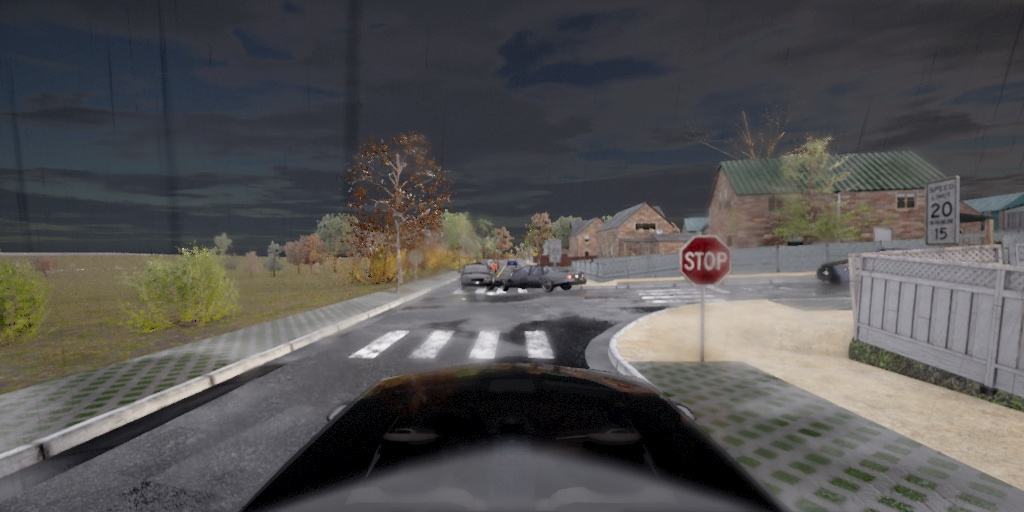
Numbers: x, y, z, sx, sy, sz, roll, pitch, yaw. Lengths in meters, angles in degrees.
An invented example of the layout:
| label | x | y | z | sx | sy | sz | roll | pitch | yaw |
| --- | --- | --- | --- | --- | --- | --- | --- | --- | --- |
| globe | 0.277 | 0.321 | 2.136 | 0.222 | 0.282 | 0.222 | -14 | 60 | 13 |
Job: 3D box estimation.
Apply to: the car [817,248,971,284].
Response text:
| label | x | y | z | sx | sy | sz | roll | pitch | yaw |
| --- | --- | --- | --- | --- | --- | --- | --- | --- | --- |
| car | 14.394 | 0.404 | 13.692 | 4.181 | 1.385 | 1.994 | -3 | 0 | 16 |

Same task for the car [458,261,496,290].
| label | x | y | z | sx | sy | sz | roll | pitch | yaw |
| --- | --- | --- | --- | --- | --- | --- | --- | --- | --- |
| car | -2.243 | 1.241 | 22.229 | 1.837 | 1.490 | 4.892 | 0 | 0 | -8 |

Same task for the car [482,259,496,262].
| label | x | y | z | sx | sy | sz | roll | pitch | yaw |
| --- | --- | --- | --- | --- | --- | --- | --- | --- | --- |
| car | -2.843 | 1.283 | 32.044 | 2.033 | 1.411 | 5.357 | 0 | 0 | 0 |

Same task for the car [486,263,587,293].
| label | x | y | z | sx | sy | sz | roll | pitch | yaw |
| --- | --- | --- | --- | --- | --- | --- | --- | --- | --- |
| car | 1.344 | 1.183 | 19.317 | 5.357 | 1.411 | 2.033 | -4 | -3 | 43 |

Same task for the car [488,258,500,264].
| label | x | y | z | sx | sy | sz | roll | pitch | yaw |
| --- | --- | --- | --- | --- | --- | --- | --- | --- | --- |
| car | -2.836 | 1.087 | 42.047 | 2.097 | 1.767 | 4.553 | 0 | 0 | 1 |
